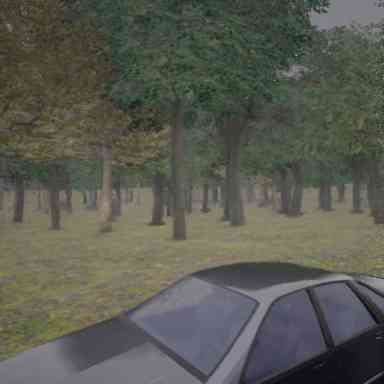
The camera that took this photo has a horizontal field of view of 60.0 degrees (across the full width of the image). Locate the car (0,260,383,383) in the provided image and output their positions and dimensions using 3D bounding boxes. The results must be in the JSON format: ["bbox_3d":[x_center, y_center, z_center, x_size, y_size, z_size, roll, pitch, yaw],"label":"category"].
[{"bbox_3d":[0.656,1.546,3.528,5.357,1.411,2.033,0,0,-35],"label":"car"}]
